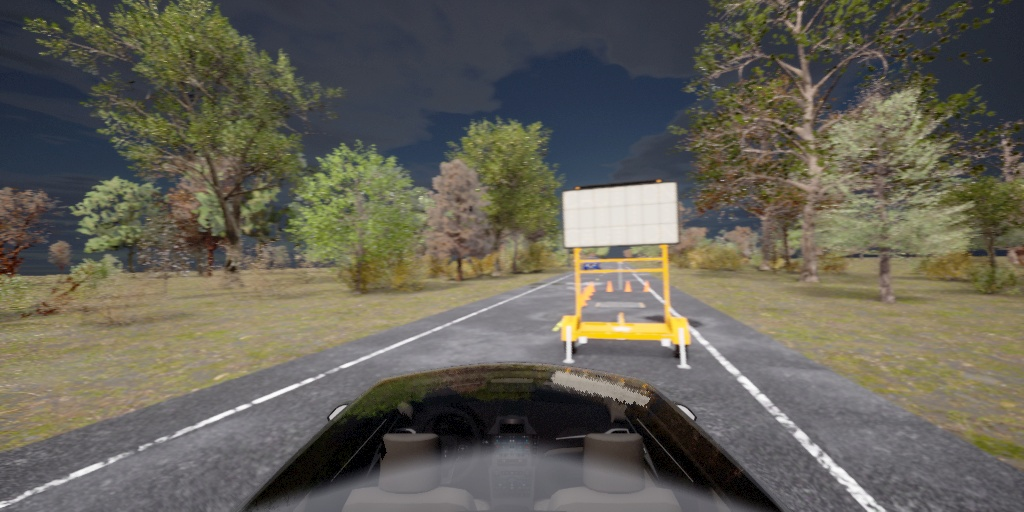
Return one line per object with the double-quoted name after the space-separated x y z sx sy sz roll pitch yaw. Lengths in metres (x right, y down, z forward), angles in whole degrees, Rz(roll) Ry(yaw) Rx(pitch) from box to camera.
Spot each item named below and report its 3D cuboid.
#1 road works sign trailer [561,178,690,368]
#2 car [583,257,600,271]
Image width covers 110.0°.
2.432 0.201 7.872 2.380 3.560 2.880 0 0 16 "road works sign trailer"
11.531 1.188 51.816 2.150 2.045 5.566 -2 -1 16 "car"
